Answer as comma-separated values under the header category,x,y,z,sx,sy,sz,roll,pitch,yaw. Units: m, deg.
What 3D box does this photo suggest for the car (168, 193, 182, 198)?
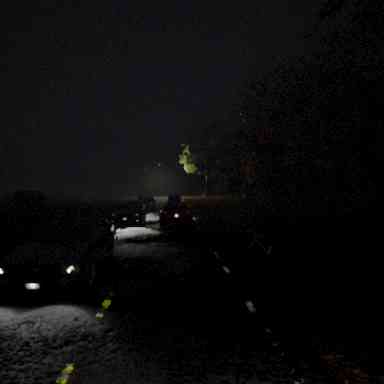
category,x,y,z,sx,sy,sz,roll,pitch,yaw
car,-2.556,0.830,48.874,1.882,1.535,5.008,-1,0,-3

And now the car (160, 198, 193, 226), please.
category,x,y,z,sx,sy,sz,roll,pitch,yaw
car,-0.991,1.292,20.787,1.994,1.385,4.181,-1,1,-3

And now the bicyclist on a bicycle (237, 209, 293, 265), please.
category,x,y,z,sx,sy,sz,roll,pitch,yaw
bicyclist on a bicycle,2.120,1.307,9.618,1.656,1.620,0.582,0,1,-3

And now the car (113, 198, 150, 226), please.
category,x,y,z,sx,sy,sz,roll,pitch,yaw
car,-3.951,1.315,20.931,1.994,1.385,4.181,-1,1,-4

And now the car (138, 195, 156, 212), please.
category,x,y,z,sx,sy,sz,roll,pitch,yaw
car,-4.561,1.088,32.675,2.128,1.511,4.902,-1,1,-3

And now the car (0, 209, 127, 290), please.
category,x,y,z,sx,sy,sz,roll,pitch,yaw
car,-3.301,1.452,9.254,2.033,1.411,5.357,-1,1,-3
